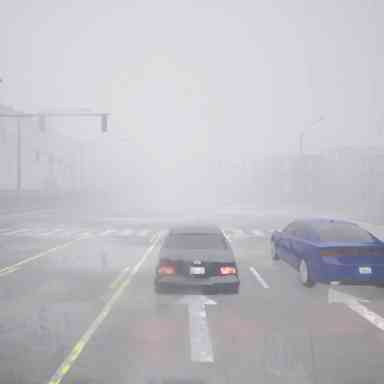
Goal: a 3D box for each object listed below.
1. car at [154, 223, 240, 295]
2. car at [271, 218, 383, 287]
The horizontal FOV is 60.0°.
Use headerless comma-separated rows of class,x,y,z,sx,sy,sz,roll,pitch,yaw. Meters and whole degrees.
car,0.098,1.547,8.852,2.033,1.411,5.357,0,0,0
car,3.600,1.478,9.376,1.882,1.535,5.008,0,0,0
